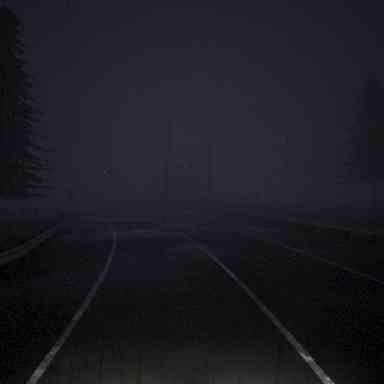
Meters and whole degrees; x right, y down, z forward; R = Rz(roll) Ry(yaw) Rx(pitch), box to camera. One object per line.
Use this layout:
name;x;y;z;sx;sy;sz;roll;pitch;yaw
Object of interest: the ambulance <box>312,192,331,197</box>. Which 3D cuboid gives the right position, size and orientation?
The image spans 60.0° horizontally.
ambulance;33.634;1.104;86.545;6.366;2.431;2.351;0;0;-40
